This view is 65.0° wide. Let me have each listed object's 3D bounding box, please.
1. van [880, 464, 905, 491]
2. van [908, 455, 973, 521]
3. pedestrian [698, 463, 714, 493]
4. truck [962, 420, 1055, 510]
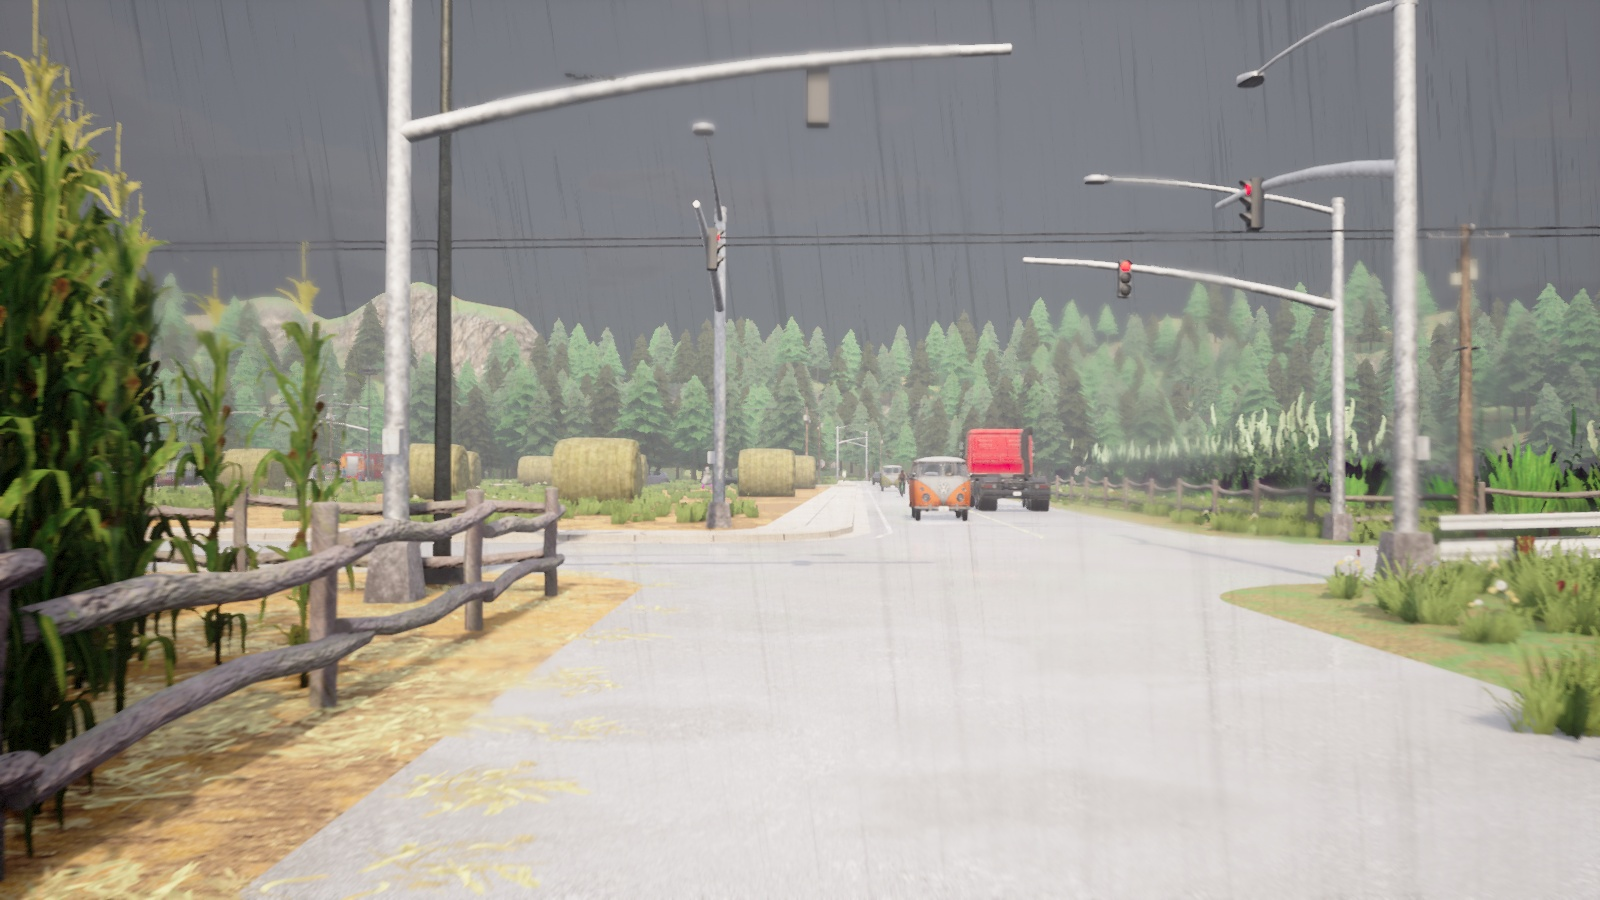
[{"bbox_3d":[7.012,2.105,95.633,1.775,1.987,4.442,0,-1,3],"label":"van"},{"bbox_3d":[4.442,1.188,40.213,1.775,1.987,4.442,0,-1,3],"label":"van"},{"bbox_3d":[-6.000,1.794,80.329,0.873,1.952,0.659,-1,-1,16],"label":"pedestrian"},{"bbox_3d":[8.496,0.636,52.142,2.891,3.462,7.936,0,-1,3],"label":"truck"}]
